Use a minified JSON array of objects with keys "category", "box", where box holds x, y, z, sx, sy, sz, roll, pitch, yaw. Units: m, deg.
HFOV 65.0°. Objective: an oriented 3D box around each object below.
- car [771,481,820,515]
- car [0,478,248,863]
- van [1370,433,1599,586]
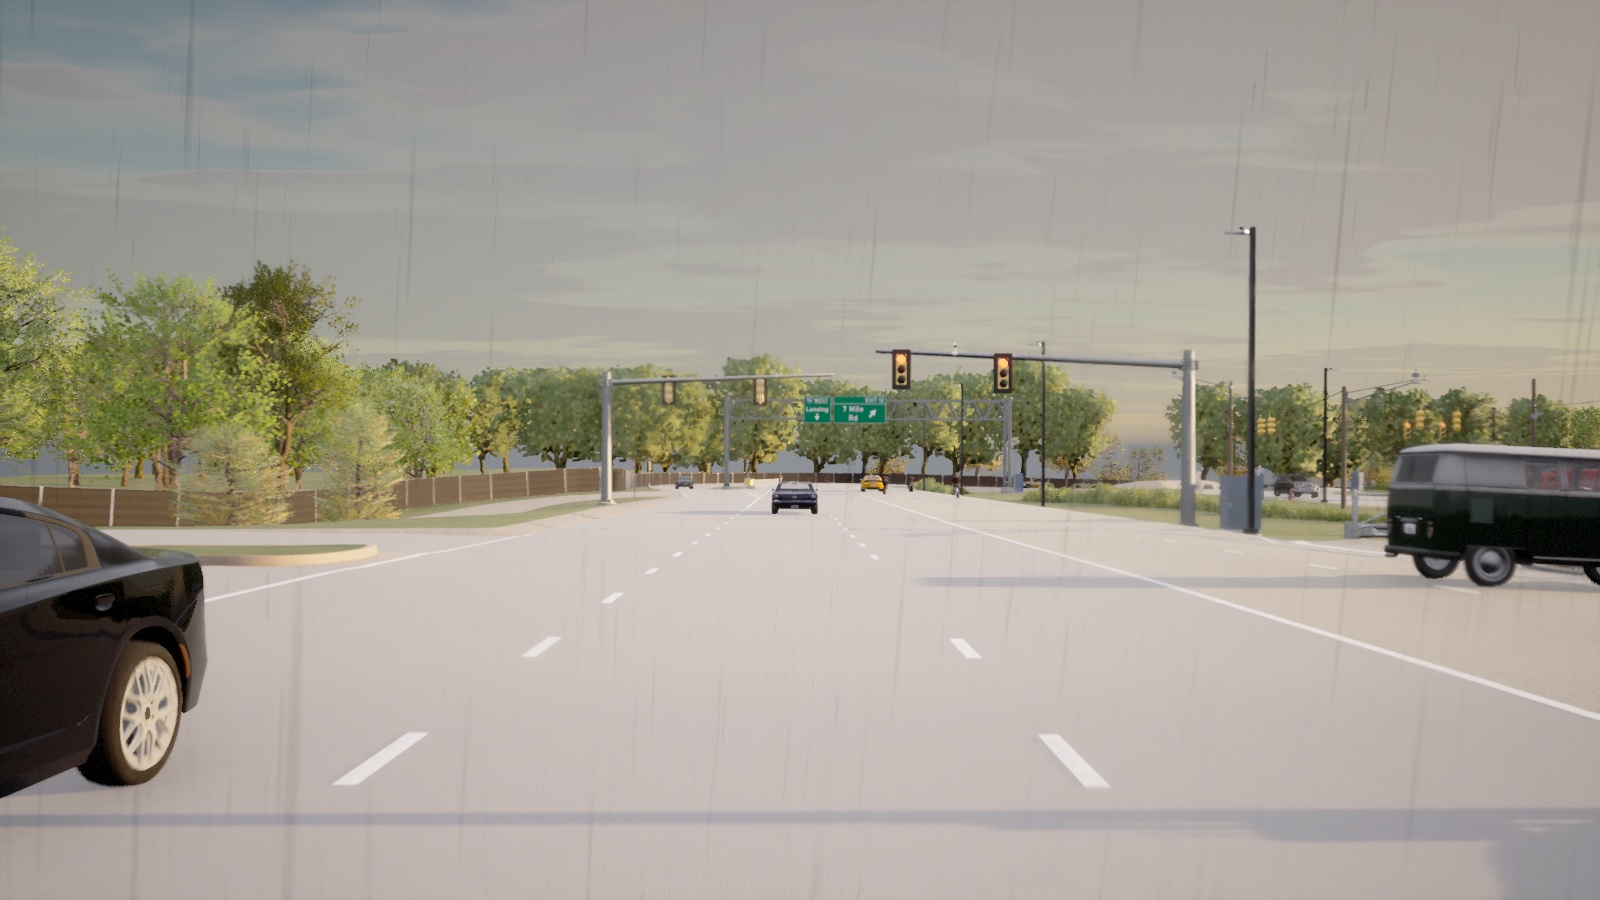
[{"category":"car","box":[-0.197,1.935,51.168,1.895,1.301,4.718,0,-1,0]},{"category":"car","box":[-4.156,0.888,4.783,1.882,1.535,5.008,0,-1,0]},{"category":"van","box":[10.840,0.879,18.037,4.442,1.987,1.775,2,-1,0]}]
